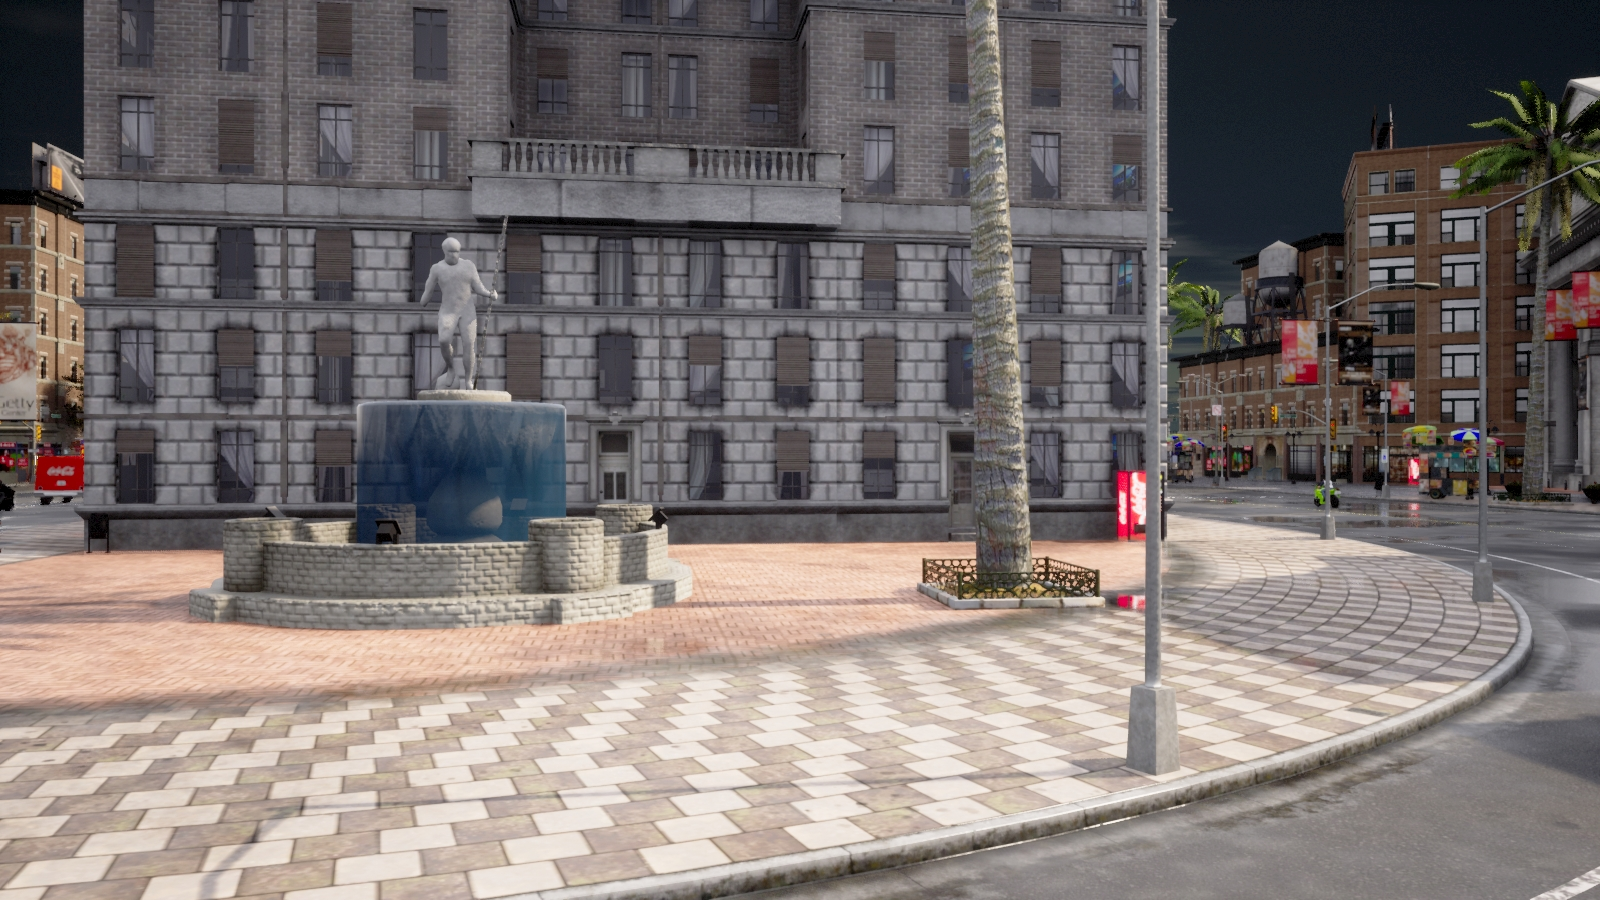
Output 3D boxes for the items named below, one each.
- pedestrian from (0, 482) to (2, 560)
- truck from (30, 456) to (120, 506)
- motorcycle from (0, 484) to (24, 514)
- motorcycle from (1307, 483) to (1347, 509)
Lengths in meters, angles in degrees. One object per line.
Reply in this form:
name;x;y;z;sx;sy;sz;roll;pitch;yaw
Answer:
pedestrian;-19.307;1.696;27.233;0.375;1.860;0.375;0;0;-15
truck;-37.774;1.562;59.738;2.627;2.467;5.204;0;0;-16
motorcycle;-35.772;2.205;51.122;0.867;1.251;2.209;0;0;-8
motorcycle;25.547;2.213;55.422;0.803;1.145;2.033;0;0;-7
